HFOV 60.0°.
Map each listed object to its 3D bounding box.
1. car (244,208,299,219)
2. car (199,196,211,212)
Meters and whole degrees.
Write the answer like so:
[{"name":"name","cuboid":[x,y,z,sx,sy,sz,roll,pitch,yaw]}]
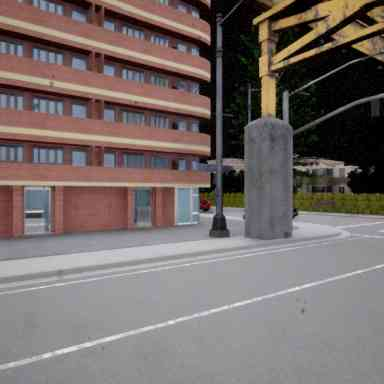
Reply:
[{"name":"car","cuboid":[6.762,1.601,28.508,1.895,1.301,4.718,0,0,-35]},{"name":"car","cuboid":[-0.178,1.222,38.294,2.150,2.045,5.566,0,0,-35]}]
